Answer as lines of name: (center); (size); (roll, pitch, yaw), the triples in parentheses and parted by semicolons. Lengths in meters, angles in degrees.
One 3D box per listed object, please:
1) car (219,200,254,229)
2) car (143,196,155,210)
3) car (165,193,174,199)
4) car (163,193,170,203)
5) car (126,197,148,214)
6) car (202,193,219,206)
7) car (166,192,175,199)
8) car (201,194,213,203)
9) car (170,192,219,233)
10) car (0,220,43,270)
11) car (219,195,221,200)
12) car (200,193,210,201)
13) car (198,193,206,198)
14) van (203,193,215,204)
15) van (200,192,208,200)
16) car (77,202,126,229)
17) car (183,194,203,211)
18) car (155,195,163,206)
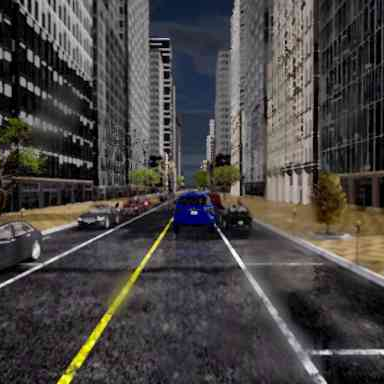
car: (2.695, 1.437, 20.553); (2.008, 1.369, 4.403); (-1, 0, 0)
car: (-5.675, 1.233, 37.609); (1.967, 1.590, 4.097); (-1, 0, 0)
car: (-5.645, 0.977, 83.078); (1.967, 1.590, 4.097); (-1, 0, 0)
car: (-5.659, 1.232, 60.344); (1.947, 1.339, 4.313); (-1, 0, 0)
car: (-5.678, 1.406, 31.926); (1.802, 1.307, 4.206); (-1, 0, 0)
car: (2.712, 1.045, 48.971); (2.192, 1.841, 5.009); (-1, 0, 0)
car: (-5.643, 0.820, 88.761); (2.192, 1.841, 5.009); (-1, 0, 0)
car: (2.721, 1.106, 60.338); (1.967, 1.590, 4.097); (-1, 0, 0)
car: (0.113, 1.115, 19.153); (2.150, 2.045, 5.566); (0, 0, 0)
car: (-5.693, 1.500, 9.192); (2.008, 1.369, 4.403); (-1, 0, 0)
car: (2.708, 1.076, 43.287); (2.192, 1.841, 5.009); (-1, 0, 0)
car: (2.727, 1.042, 71.705); (1.967, 1.590, 4.097); (-1, 0, 0)
car: (2.744, 1.022, 94.440); (2.008, 1.369, 4.403); (-1, 0, 0)
van: (2.716, 1.039, 54.654); (1.690, 1.788, 3.998); (-1, 0, 0)
van: (2.730, 0.911, 77.388); (1.690, 1.788, 3.998); (-1, 0, 0)
car: (-5.685, 1.438, 20.559); (2.008, 1.369, 4.403); (-1, 0, 0)
car: (0.127, 1.147, 37.153); (2.097, 1.767, 4.553); (0, 0, 0)
car: (-5.667, 1.256, 48.807); (1.752, 1.417, 4.829); (-1, 0, 0)
